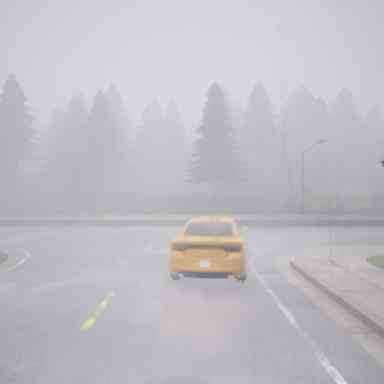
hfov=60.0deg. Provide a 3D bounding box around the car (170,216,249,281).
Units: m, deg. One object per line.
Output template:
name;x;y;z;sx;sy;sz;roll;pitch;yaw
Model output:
car;0.639;1.453;9.874;1.882;1.535;5.008;0;0;8
